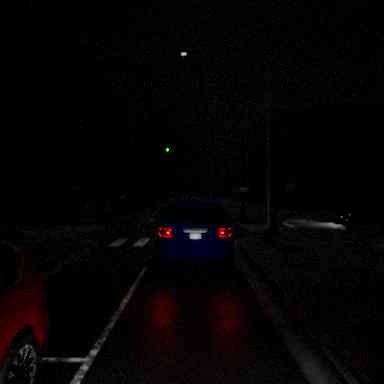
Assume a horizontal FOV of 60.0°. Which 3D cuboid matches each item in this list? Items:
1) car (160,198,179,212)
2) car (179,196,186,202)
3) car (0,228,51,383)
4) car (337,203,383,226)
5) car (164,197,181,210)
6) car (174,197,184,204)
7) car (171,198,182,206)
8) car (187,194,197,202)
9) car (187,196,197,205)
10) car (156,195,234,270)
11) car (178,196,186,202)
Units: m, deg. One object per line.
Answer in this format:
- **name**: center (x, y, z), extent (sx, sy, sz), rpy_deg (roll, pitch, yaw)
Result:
- **car**: center (-2.641, 1.499, 40.126), extent (1.967, 1.590, 4.097), rpy_deg (0, 0, 0)
- **car**: center (-2.642, 1.864, 91.322), extent (1.887, 1.381, 4.507), rpy_deg (0, 0, 0)
- **car**: center (-2.639, 1.314, 1.976), extent (2.192, 1.841, 5.009), rpy_deg (0, 0, 0)
- **car**: center (12.042, 1.472, 22.346), extent (4.181, 1.385, 1.994), rpy_deg (0, 0, 0)
- **car**: center (-2.640, 1.518, 45.813), extent (1.967, 1.590, 4.097), rpy_deg (0, 0, 0)
- **car**: center (-2.642, 1.731, 68.568), extent (2.008, 1.369, 4.403), rpy_deg (0, 0, 0)
- **car**: center (-2.641, 1.706, 57.191), extent (1.802, 1.307, 4.206), rpy_deg (0, 0, 0)
- **car**: center (0.001, 1.402, 74.626), extent (2.097, 1.767, 4.553), rpy_deg (0, 0, 0)
- **car**: center (0.001, 1.635, 64.234), extent (1.882, 1.535, 5.008), rpy_deg (0, 0, 0)
- **car**: center (0.051, 1.222, 11.143), extent (2.150, 2.045, 5.566), rpy_deg (0, 0, -1)
- **car**: center (-2.642, 1.826, 85.634), extent (1.887, 1.381, 4.507), rpy_deg (0, 0, 0)
